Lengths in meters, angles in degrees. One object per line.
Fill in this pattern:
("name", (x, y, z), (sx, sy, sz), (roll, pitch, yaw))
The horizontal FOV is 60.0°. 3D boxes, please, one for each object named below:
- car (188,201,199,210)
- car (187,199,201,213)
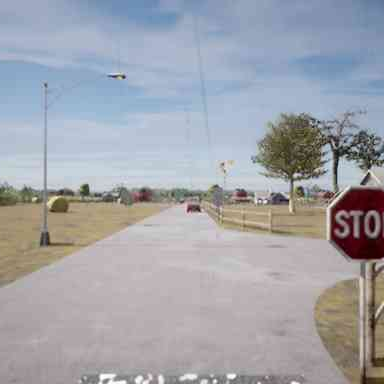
("car", (0.298, 2.416, 60.404), (1.837, 1.490, 4.892), (0, -1, 0))
("car", (0.255, 2.148, 47.798), (1.882, 1.535, 5.008), (0, -1, 0))
